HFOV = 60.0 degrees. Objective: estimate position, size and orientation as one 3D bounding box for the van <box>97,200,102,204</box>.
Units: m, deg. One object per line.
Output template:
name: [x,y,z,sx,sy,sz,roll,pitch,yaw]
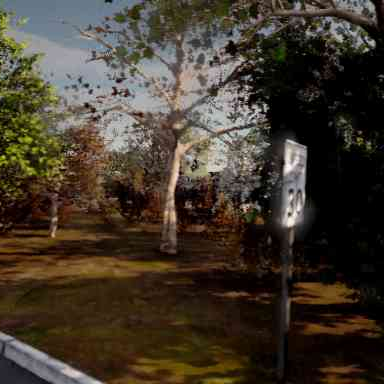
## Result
van: [-15.473,2.122,61.947,1.878,1.987,4.442,0,0,35]
